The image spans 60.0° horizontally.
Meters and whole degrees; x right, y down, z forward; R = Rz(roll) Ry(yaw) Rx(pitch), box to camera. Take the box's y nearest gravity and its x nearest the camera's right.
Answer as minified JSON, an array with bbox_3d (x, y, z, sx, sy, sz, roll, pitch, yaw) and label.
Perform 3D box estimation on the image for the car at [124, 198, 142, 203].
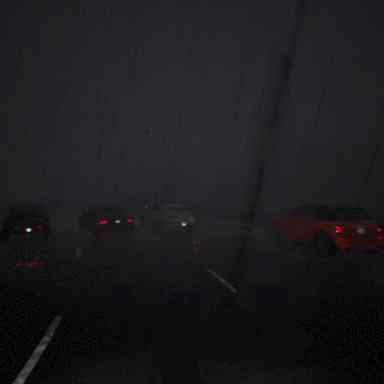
[{"bbox_3d":[-5.032,1.268,29.662,2.033,1.411,5.357,0,1,-43],"label":"car"}]

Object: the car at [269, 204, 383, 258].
[{"bbox_3d":[4.760,1.233,12.580,2.097,1.767,4.553,0,1,-16],"label":"car"}]

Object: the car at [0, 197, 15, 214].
[{"bbox_3d":[-18.214,1.180,31.487,5.008,1.535,1.882,0,0,34],"label":"car"}]

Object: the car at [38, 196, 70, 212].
[{"bbox_3d":[-14.185,1.167,32.935,5.008,1.535,1.882,0,0,36],"label":"car"}]

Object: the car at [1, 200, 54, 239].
[{"bbox_3d":[-8.269,1.348,16.524,1.837,1.490,4.892,0,0,-29],"label":"car"}]

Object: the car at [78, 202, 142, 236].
[{"bbox_3d":[-4.606,1.383,17.356,2.033,1.411,5.357,0,1,-29],"label":"car"}]

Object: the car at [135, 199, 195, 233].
[{"bbox_3d":[-1.461,1.350,18.609,1.812,1.442,4.674,0,1,-27],"label":"car"}]
